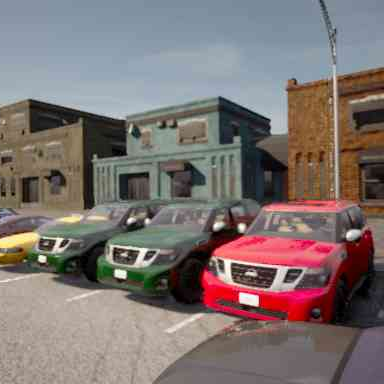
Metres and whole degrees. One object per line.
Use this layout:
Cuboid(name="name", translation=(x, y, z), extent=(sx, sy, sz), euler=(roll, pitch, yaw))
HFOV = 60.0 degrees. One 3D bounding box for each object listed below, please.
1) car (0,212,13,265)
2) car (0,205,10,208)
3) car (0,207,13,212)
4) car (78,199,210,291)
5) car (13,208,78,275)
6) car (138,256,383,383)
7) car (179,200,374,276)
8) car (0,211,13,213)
Cuboid(name="car", translation=(-4.384, 1.564, 11.837), extent=(1.946, 1.575, 5.366), euler=(-1, -1, 35))
Cuboid(name="car", translation=(-10.999, 1.573, 16.807), extent=(2.185, 1.767, 4.553), euler=(-1, -1, 35))
Cuboid(name="car", translation=(-8.771, 1.651, 15.178), extent=(2.097, 1.535, 5.008), euler=(-1, -1, 35))
Cuboid(name="car", translation=(0.195, 1.257, 8.773), extent=(2.435, 2.045, 5.566), euler=(-1, 0, 35))
Cuboid(name="car", translation=(-2.052, 1.285, 10.371), extent=(2.435, 2.045, 5.566), euler=(-1, 0, 35))
Cuboid(name="car", translation=(2.177, 1.545, 1.828), extent=(5.357, 1.411, 2.033), euler=(0, 0, 35))
Cuboid(name="car", translation=(2.438, 1.239, 7.177), extent=(2.435, 2.045, 5.566), euler=(0, 0, 35))
Cuboid(name="car", translation=(-6.525, 1.648, 13.583), extent=(2.002, 1.452, 4.674), euler=(-1, -1, 35))
